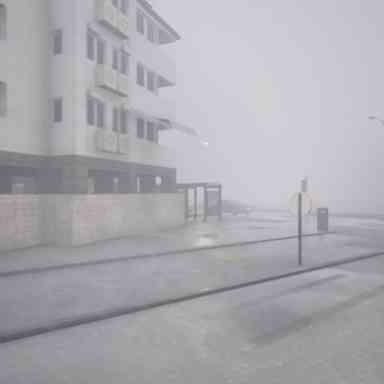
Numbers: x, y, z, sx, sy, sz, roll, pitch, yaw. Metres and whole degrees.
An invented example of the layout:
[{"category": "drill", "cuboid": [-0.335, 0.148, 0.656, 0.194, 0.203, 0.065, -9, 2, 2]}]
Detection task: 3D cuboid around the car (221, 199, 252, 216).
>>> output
[{"category": "car", "cuboid": [3.766, 1.454, 32.555, 2.128, 1.511, 4.902, 0, 0, -36]}]
